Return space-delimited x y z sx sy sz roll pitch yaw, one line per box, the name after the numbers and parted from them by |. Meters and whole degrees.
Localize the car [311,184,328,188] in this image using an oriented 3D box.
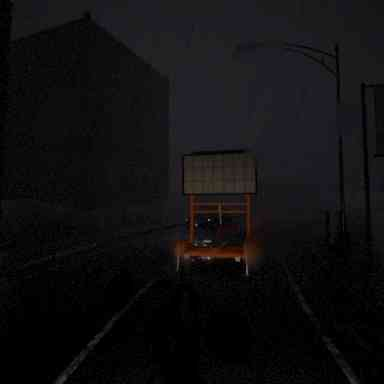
29.372 -1.112 79.378 4.792 1.488 2.163 2 -5 -27 | car

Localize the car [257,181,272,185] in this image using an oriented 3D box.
14.309 -1.702 71.967 4.674 1.452 2.002 2 -5 -24 | car

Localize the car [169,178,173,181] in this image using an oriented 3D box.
-5.965 -2.461 63.432 4.553 1.767 2.185 2 -5 -23 | car

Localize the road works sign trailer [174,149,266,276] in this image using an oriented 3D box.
0.917 0.487 10.640 2.380 3.560 2.880 -1 0 17 | road works sign trailer

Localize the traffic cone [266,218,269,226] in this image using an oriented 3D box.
5.161 2.062 22.969 0.340 0.580 0.340 -2 -1 16 | traffic cone

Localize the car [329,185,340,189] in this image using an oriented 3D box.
34.215 -0.887 82.016 4.674 1.452 2.002 3 -5 -29 | car

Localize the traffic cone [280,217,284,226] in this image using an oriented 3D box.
6.112 2.031 22.681 0.340 0.580 0.340 -2 -1 17 | traffic cone

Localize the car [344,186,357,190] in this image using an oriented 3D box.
38.916 -0.706 84.712 4.892 1.521 2.231 3 -5 -30 | car

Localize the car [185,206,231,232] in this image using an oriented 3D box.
1.117 1.665 21.390 2.128 1.511 4.902 -2 -1 22 | car

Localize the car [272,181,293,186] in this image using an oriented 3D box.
19.338 -1.553 74.307 5.008 1.535 2.097 2 -5 -25 | car

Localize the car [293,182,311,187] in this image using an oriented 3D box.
24.294 -1.480 76.749 4.553 1.767 2.185 2 -5 -26 | car
